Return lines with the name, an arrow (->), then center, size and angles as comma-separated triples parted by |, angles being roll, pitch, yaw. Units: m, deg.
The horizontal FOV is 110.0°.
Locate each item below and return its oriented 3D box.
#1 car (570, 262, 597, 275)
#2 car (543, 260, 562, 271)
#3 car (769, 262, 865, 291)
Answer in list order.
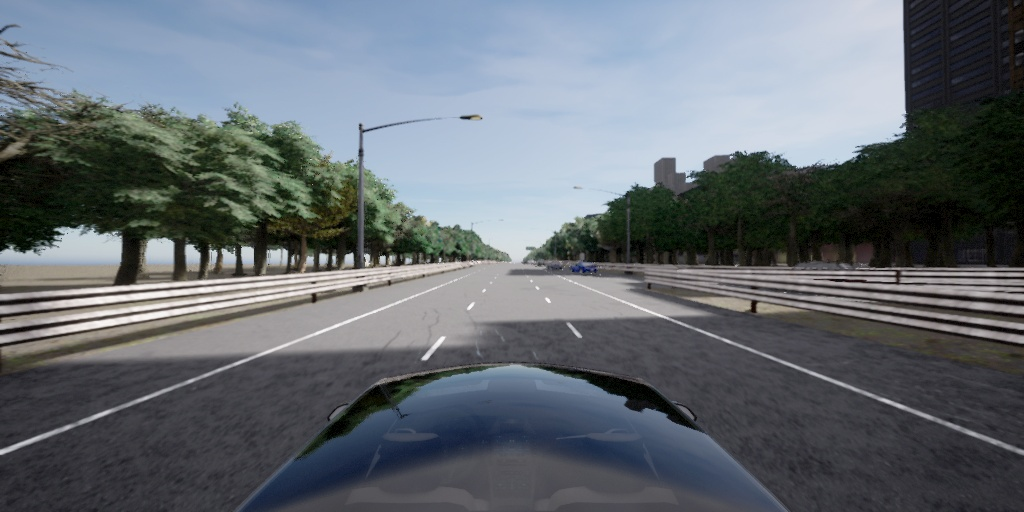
car -> 8.991, 1.506, 45.338 | 1.882, 1.535, 5.008 | 0, 0, -14
car -> 7.049, 1.692, 60.463 | 1.895, 1.301, 4.718 | 0, 0, -6
car -> 17.256, 1.150, 20.816 | 2.097, 1.767, 4.553 | 1, -2, -28
